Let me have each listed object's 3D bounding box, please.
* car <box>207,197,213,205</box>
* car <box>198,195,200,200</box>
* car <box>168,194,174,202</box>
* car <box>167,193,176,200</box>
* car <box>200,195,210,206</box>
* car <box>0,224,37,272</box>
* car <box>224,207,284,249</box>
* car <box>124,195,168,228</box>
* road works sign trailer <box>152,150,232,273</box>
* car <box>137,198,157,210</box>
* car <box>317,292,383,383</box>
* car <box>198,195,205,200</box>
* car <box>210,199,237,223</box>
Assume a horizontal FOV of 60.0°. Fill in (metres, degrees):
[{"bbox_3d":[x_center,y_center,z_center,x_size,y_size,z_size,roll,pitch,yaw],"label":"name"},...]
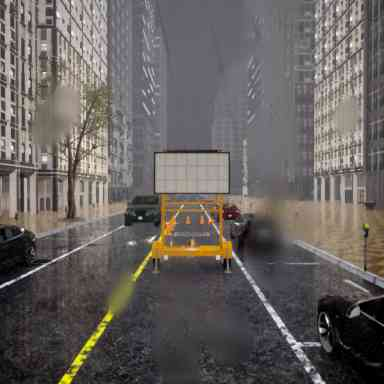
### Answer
[{"bbox_3d":[2.677,1.514,31.477,1.752,1.417,4.829,-1,0,0],"label":"car"},{"bbox_3d":[2.667,1.513,76.449,2.008,1.369,4.403,-1,0,0],"label":"car"},{"bbox_3d":[-5.714,1.487,76.259,1.752,1.417,4.829,-1,0,0],"label":"car"},{"bbox_3d":[-5.721,1.262,93.353,2.192,1.841,5.009,-1,0,0],"label":"car"},{"bbox_3d":[2.672,1.522,53.879,1.887,1.381,4.507,-1,0,0],"label":"car"},{"bbox_3d":[-5.699,1.564,8.732,1.947,1.339,4.313,-1,0,0],"label":"car"},{"bbox_3d":[2.681,1.562,14.379,1.947,1.339,4.313,-1,0,0],"label":"car"},{"bbox_3d":[-3.105,1.214,22.753,2.150,2.045,5.566,0,0,0],"label":"car"},{"bbox_3d":[0.001,0.462,10.643,2.380,3.560,2.880,0,0,0],"label":"road works sign trailer"},{"bbox_3d":[-5.706,1.534,42.580,2.008,1.369,4.403,-1,0,0],"label":"car"},{"bbox_3d":[2.684,1.565,3.093,1.947,1.339,4.313,-1,0,0],"label":"car"},{"bbox_3d":[2.663,1.498,93.378,2.008,1.369,4.403,-1,0,0],"label":"car"},{"bbox_3d":[2.678,1.536,25.665,1.887,1.381,4.507,-1,0,0],"label":"car"}]
